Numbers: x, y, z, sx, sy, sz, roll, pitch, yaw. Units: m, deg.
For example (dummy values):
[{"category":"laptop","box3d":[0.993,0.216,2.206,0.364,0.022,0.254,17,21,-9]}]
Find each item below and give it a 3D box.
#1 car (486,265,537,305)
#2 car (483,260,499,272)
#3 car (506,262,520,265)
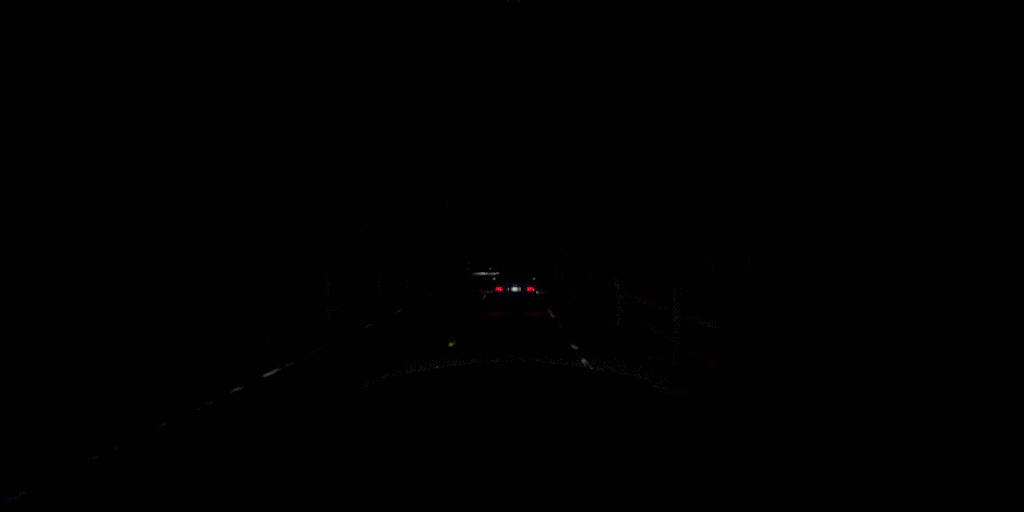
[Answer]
[{"category":"car","box3d":[0.104,1.318,16.154,2.033,1.411,5.357,0,0,0]},{"category":"car","box3d":[-2.742,1.332,47.108,1.837,1.490,4.892,0,0,0]},{"category":"car","box3d":[0.105,1.309,36.301,1.837,1.490,4.892,0,0,0]}]
